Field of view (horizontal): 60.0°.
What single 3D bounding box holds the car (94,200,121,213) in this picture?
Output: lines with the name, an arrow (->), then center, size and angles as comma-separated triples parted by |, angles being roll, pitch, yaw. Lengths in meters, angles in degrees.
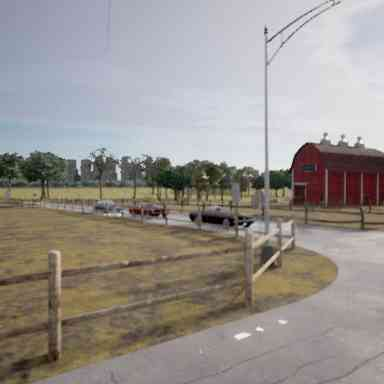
car -> -9.794, 1.627, 38.208 | 1.812, 1.442, 4.674 | -1, 0, -35

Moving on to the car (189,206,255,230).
car -> 1.866, 1.611, 21.649 | 1.895, 1.301, 4.718 | -1, 1, -36

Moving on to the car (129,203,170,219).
car -> -3.886, 1.639, 29.796 | 1.895, 1.301, 4.718 | -1, 0, -35
